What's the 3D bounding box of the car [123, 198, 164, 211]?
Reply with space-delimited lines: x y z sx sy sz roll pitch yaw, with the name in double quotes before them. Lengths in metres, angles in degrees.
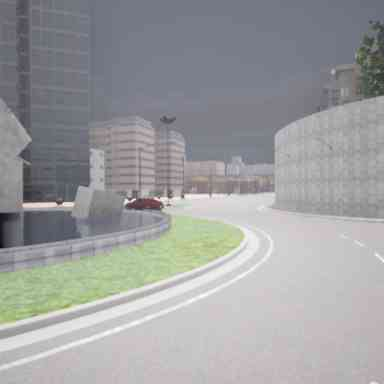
"car" -5.199 1.372 35.425 4.674 1.442 1.812 0 0 30
